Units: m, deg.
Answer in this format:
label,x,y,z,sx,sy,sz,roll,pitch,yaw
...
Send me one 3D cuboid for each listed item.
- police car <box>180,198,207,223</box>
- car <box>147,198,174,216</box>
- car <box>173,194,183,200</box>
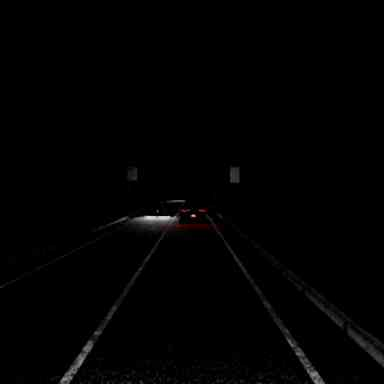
label,x,y,z,sx,sy,sz,roll,pitch,yaw
police car,0.095,1.507,25.787,2.038,1.542,4.974,0,0,0
car,-3.103,1.546,31.862,1.994,1.385,4.181,0,0,0
car,-3.016,1.110,72.950,1.994,1.385,4.181,0,1,0
